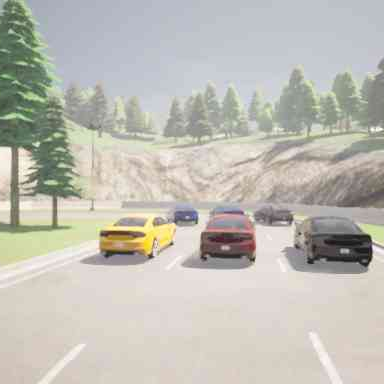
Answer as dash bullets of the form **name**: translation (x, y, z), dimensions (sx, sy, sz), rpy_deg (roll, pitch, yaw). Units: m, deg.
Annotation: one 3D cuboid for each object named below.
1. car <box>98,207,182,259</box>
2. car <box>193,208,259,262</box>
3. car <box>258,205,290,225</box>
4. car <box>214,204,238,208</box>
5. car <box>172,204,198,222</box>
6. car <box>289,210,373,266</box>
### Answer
- **car**: translation (-1.966, 1.612, 13.393), dimensions (1.882, 1.535, 5.008), rpy_deg (0, 0, 10)
- **car**: translation (1.484, 1.606, 12.803), dimensions (1.882, 1.535, 5.008), rpy_deg (0, 0, 10)
- **car**: translation (6.389, 1.760, 26.640), dimensions (2.128, 1.511, 4.902), rpy_deg (0, 0, -8)
- **car**: translation (2.712, 1.750, 27.227), dimensions (1.882, 1.535, 5.008), rpy_deg (0, 0, -11)
- **car**: translation (-0.917, 1.749, 27.067), dimensions (1.882, 1.535, 5.008), rpy_deg (1, 0, -14)
- **car**: translation (4.933, 1.601, 12.213), dimensions (1.882, 1.535, 5.008), rpy_deg (0, 0, 10)
